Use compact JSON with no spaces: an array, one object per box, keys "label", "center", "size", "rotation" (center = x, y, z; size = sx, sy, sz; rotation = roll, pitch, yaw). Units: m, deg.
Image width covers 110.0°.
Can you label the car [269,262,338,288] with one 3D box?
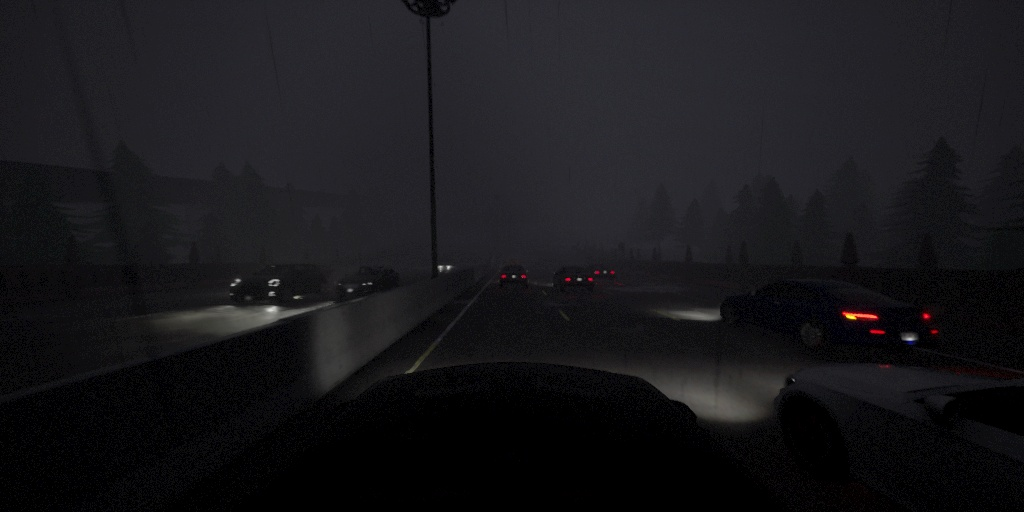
[{"label":"car","center":[-14.093,1.232,24.660],"size":[1.882,1.535,5.008],"rotation":[0,0,0]}]

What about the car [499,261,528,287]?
[{"label":"car","center":[0.102,1.301,24.240],"size":[2.033,1.411,5.357],"rotation":[0,0,0]}]

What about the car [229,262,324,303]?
[{"label":"car","center":[-10.606,1.105,16.669],"size":[2.097,1.767,4.553],"rotation":[0,0,0]}]

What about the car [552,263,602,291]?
[{"label":"car","center":[3.601,1.300,21.658],"size":[2.033,1.411,5.357],"rotation":[0,0,0]}]

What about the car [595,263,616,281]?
[{"label":"car","center":[7.101,1.301,29.841],"size":[2.033,1.411,5.357],"rotation":[0,0,0]}]

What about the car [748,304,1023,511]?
[{"label":"car","center":[3.599,1.276,1.711],"size":[1.812,1.442,4.674],"rotation":[0,0,0]}]

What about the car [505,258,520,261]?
[{"label":"car","center":[0.103,0.960,50.160],"size":[1.882,1.535,5.008],"rotation":[0,2,0]}]

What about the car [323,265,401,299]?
[{"label":"car","center":[-7.105,1.245,18.177],"size":[2.128,1.511,4.902],"rotation":[0,0,0]}]

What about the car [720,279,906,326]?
[{"label":"car","center":[7.099,1.277,8.706],"size":[1.812,1.442,4.674],"rotation":[0,0,0]}]

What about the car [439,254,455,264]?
[{"label":"car","center":[-10.499,0.358,57.808],"size":[1.994,1.385,4.181],"rotation":[0,5,0]}]
